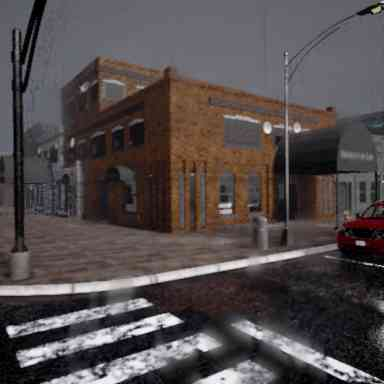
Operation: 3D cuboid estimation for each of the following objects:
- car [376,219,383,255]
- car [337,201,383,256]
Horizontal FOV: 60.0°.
[{"bbox_3d":[6.822,1.430,8.233,5.008,1.535,1.882,0,0,-35],"label":"car"},{"bbox_3d":[7.245,1.253,11.721,5.009,1.841,2.192,0,0,-35],"label":"car"}]
